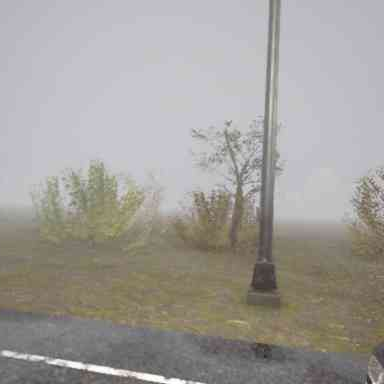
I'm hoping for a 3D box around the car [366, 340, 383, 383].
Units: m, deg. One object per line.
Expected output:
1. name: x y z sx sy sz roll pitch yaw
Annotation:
1. car: 4.104 1.754 2.605 4.892 1.490 1.837 2 -1 13
